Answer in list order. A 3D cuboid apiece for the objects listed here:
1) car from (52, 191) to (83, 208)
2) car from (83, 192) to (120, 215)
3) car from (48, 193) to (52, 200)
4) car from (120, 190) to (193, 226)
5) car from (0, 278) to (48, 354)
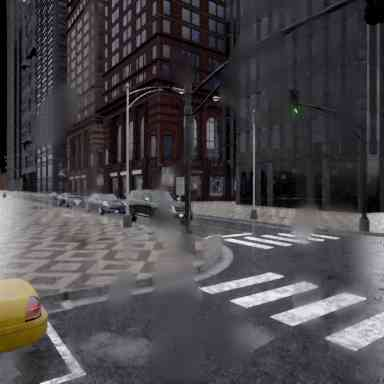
[{"bbox_3d":[-13.146,0.827,36.087,2.128,1.511,4.902,0,1,-36],"label":"car"},{"bbox_3d":[-7.129,0.872,27.684,2.097,1.767,4.553,0,1,-35],"label":"car"},{"bbox_3d":[-21.695,0.580,53.487,1.994,1.385,4.181,0,1,-36],"label":"car"},{"bbox_3d":[-2.211,0.898,20.820,2.150,2.045,5.566,0,1,-36],"label":"car"},{"bbox_3d":[-4.246,1.525,3.627,4.829,1.417,1.752,0,0,-35],"label":"car"}]
